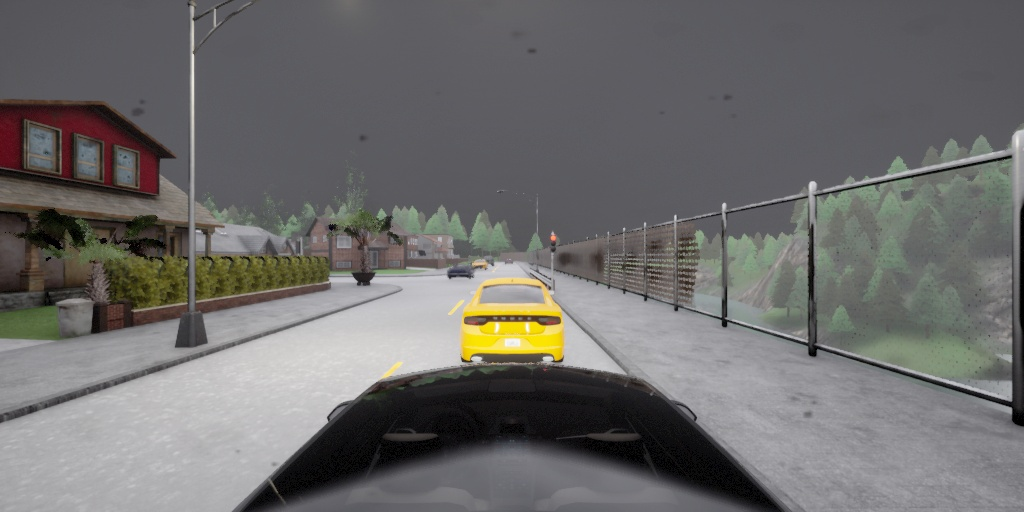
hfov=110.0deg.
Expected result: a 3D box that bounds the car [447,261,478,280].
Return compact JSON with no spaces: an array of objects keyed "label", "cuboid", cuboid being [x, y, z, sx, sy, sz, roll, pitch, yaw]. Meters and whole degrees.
[{"label":"car","cuboid":[-4.348,1.346,31.025,1.895,1.301,4.718,0,0,-1]}]

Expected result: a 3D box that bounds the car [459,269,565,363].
[{"label":"car","cuboid":[0.005,1.227,8.183,1.882,1.535,5.008,0,0,0]}]

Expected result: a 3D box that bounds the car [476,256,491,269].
[{"label":"car","cuboid":[-4.523,1.219,51.441,1.882,1.535,5.008,0,0,0]}]
